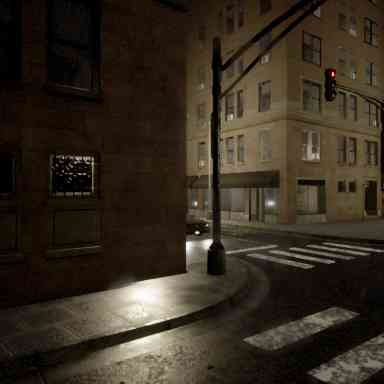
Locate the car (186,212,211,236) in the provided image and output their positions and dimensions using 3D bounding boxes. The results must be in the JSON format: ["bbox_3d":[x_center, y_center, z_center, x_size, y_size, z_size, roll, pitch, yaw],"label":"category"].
[{"bbox_3d":[-1.298,1.515,17.757,2.033,1.411,5.357,0,0,-36],"label":"car"}]
